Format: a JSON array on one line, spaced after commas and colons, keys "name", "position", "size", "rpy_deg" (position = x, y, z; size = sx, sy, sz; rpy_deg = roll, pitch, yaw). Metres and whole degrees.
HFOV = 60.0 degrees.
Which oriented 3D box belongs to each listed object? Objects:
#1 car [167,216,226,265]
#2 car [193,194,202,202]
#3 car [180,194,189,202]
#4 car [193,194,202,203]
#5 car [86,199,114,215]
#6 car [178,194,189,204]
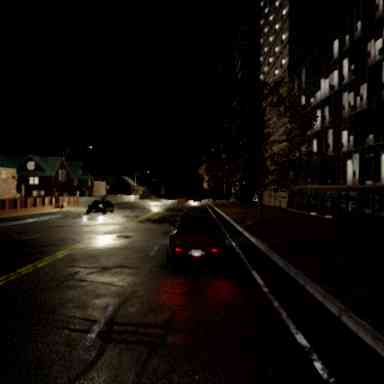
[{"name": "car", "position": [0.169, 1.548, 11.661], "size": [1.812, 1.442, 4.674], "rpy_deg": [0, 0, 1]}, {"name": "car", "position": [1.456, 1.596, 89.243], "size": [2.150, 2.045, 5.566], "rpy_deg": [0, 0, 1]}, {"name": "car", "position": [-1.883, 1.460, 83.882], "size": [2.150, 2.045, 5.566], "rpy_deg": [0, 0, 1]}, {"name": "car", "position": [1.301, 1.866, 80.048], "size": [1.994, 1.385, 4.181], "rpy_deg": [0, 0, 1]}, {"name": "car", "position": [-9.217, 1.509, 33.708], "size": [1.837, 1.490, 4.892], "rpy_deg": [0, 0, 1]}, {"name": "car", "position": [-2.057, 1.723, 73.432], "size": [1.882, 1.535, 5.008], "rpy_deg": [0, 0, 1]}]
